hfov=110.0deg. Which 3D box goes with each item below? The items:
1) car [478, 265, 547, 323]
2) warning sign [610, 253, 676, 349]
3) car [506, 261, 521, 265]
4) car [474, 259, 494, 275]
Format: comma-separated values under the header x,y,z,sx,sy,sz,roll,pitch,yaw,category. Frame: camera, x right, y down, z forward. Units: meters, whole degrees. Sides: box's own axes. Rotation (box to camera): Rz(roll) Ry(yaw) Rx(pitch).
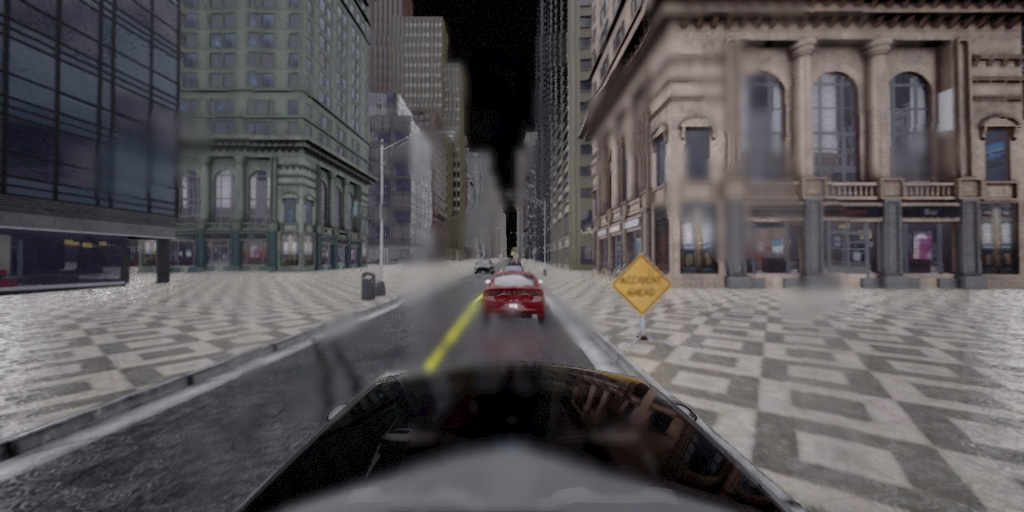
x,y,z,sx,sy,sz,roll,pitch,yaw,category
0.081,1.239,12.322,1.882,1.535,5.008,0,0,0,car
2.719,0.872,7.486,1.300,1.860,1.060,0,0,0,warning sign
0.086,1.320,27.498,2.033,1.411,5.357,0,0,0,car
-3.089,1.138,40.410,2.097,1.767,4.553,0,0,0,car
